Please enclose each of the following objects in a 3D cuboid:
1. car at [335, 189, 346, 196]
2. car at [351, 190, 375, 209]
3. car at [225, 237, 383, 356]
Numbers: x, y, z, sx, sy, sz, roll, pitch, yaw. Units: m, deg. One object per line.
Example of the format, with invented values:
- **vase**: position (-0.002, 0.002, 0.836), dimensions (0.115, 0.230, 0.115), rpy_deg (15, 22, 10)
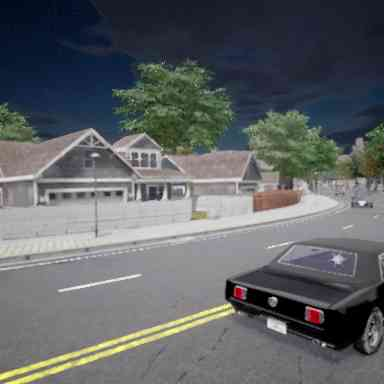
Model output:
- **car**: position (31.927, 0.100, 71.726), dimensions (2.033, 1.411, 5.357), rpy_deg (-1, 0, 19)
- **car**: position (17.043, 0.827, 33.184), dimensions (2.128, 1.511, 4.902), rpy_deg (-1, 0, 29)
- **car**: position (2.867, 1.478, 5.910), dimensions (4.718, 1.301, 1.895), rpy_deg (-2, 1, -39)
